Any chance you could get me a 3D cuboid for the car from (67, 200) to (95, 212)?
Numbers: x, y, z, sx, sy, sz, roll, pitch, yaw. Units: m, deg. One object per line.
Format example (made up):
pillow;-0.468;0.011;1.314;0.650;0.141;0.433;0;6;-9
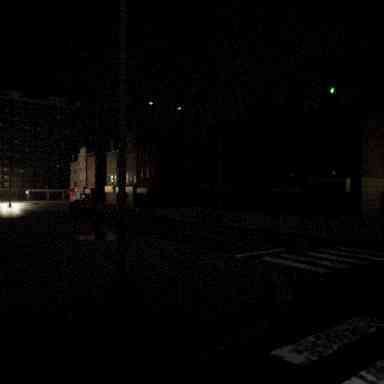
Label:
car;-13.224;1.637;39.558;2.033;1.411;5.357;1;0;-35
